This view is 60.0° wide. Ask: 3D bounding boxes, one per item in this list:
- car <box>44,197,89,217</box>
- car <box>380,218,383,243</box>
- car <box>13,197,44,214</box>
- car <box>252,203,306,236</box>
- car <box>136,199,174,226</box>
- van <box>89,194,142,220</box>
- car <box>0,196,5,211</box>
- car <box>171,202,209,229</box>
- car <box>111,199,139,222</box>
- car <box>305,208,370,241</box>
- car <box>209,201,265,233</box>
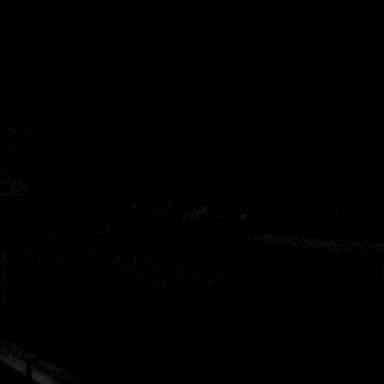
[{"bbox_3d":[-10.286,1.396,30.008,2.163,1.488,4.792,1,0,35],"label":"car"},{"bbox_3d":[10.098,1.635,15.573,2.163,1.488,4.792,1,0,35],"label":"car"},{"bbox_3d":[-14.900,1.312,33.099,1.946,1.575,5.366,1,0,35],"label":"car"},{"bbox_3d":[5.564,1.550,18.772,2.097,1.535,5.008,1,0,35],"label":"car"},{"bbox_3d":[-1.227,1.470,23.590,2.097,1.535,5.008,1,0,35],"label":"car"},{"bbox_3d":[-5.678,1.192,26.907,1.878,1.987,4.442,1,0,35],"label":"van"},{"bbox_3d":[-17.037,1.319,34.883,2.163,1.488,4.792,1,0,35],"label":"car"},{"bbox_3d":[1.036,1.537,21.984,2.002,1.452,4.674,1,0,35],"label":"car"},{"bbox_3d":[-3.489,1.484,25.202,2.002,1.452,4.674,1,0,35],"label":"car"},{"bbox_3d":[7.818,1.579,17.153,2.231,1.521,4.892,1,0,35],"label":"car"},{"bbox_3d":[3.318,1.398,20.401,2.185,1.767,4.553,1,0,35],"label":"car"}]
